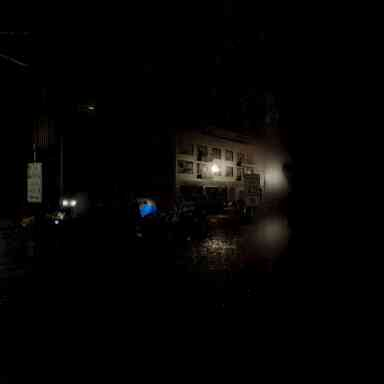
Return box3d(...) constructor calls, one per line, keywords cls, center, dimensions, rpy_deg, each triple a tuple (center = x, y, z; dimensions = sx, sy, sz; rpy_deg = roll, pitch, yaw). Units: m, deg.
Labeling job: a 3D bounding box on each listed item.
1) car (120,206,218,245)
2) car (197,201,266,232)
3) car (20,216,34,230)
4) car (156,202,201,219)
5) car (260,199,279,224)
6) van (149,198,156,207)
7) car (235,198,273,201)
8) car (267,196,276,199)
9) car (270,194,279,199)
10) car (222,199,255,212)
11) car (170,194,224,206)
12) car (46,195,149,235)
box3d(cls="car", center=(-0.899, 1.556, 15.565), dimensions=(2.008, 1.369, 4.403), rpy_deg=(0, 0, 36))
box3d(cls="car", center=(2.529, 1.531, 20.290), dimensions=(1.752, 1.417, 4.829), rpy_deg=(0, 0, 36))
box3d(cls="car", center=(-7.910, 1.514, 20.419), dimensions=(1.752, 1.417, 4.829), rpy_deg=(0, 0, 36))
box3d(cls="car", center=(-1.152, 1.572, 29.736), dimensions=(1.802, 1.307, 4.206), rpy_deg=(0, 0, 36))
box3d(cls="car", center=(5.857, 1.531, 24.879), dimensions=(1.752, 1.417, 4.829), rpy_deg=(0, 0, 36))
box3d(cls="van", center=(-4.481, 1.331, 25.146), dimensions=(1.690, 1.788, 3.998), rpy_deg=(0, 0, 36))
box3d(cls="car", center=(6.751, 1.590, 36.234), dimensions=(1.895, 1.301, 4.718), rpy_deg=(0, 0, 36))
box3d(cls="car", center=(8.835, 1.544, 43.502), dimensions=(1.947, 1.339, 4.313), rpy_deg=(0, 0, 36))
box3d(cls="car", center=(12.165, 1.288, 48.091), dimensions=(2.192, 1.841, 5.009), rpy_deg=(0, 0, 36))
box3d(cls="car", center=(5.506, 1.549, 38.913), dimensions=(1.947, 1.339, 4.313), rpy_deg=(0, 0, 36))
box3d(cls="car", center=(0.683, 1.216, 27.885), dimensions=(2.150, 2.045, 5.566), rpy_deg=(0, 0, 36))
box3d(cls="car", center=(-5.404, 1.216, 19.501), dimensions=(2.150, 2.045, 5.566), rpy_deg=(0, 0, 36))
